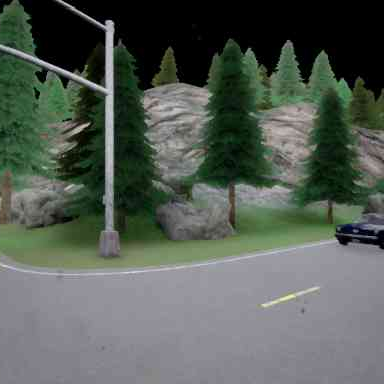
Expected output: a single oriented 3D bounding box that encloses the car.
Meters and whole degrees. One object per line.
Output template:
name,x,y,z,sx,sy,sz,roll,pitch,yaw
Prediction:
car,8.129,1.610,14.436,4.718,1.301,1.895,0,0,-39
